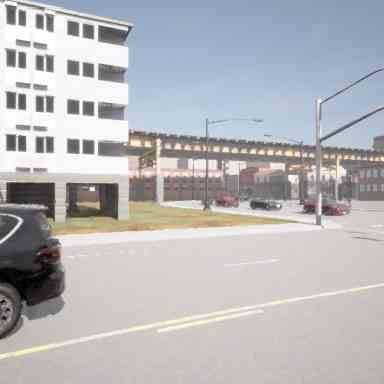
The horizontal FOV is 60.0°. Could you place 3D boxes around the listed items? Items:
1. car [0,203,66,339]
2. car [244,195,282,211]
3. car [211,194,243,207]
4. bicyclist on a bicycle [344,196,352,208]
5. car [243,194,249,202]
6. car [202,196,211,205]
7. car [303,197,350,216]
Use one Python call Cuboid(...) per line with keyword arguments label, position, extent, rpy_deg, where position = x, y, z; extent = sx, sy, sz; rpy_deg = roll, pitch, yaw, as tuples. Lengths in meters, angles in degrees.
Cuboid(label="car", position=(-4.858, 1.221, 4.992), extent=(5.566, 2.045, 2.150), rpy_deg=(0, 0, -31))
Cuboid(label="car", position=(9.116, 1.491, 41.354), extent=(2.128, 1.511, 4.902), rpy_deg=(0, 0, -25))
Cuboid(label="car", position=(5.219, 1.478, 50.086), extent=(1.882, 1.535, 5.008), rpy_deg=(0, 0, -22))
Cuboid(label="bicyclist on a bicycle", position=(20.303, 1.303, 43.336), extent=(1.656, 1.620, 0.582), rpy_deg=(0, 0, -25))
Cuboid(label="car", position=(11.447, 1.525, 75.426), extent=(2.128, 1.511, 4.902), rpy_deg=(0, 0, 41))
Cuboid(label="car", position=(2.746, 1.505, 59.893), extent=(1.837, 1.490, 4.892), rpy_deg=(0, 0, -1))
Cuboid(label="car", position=(13.154, 1.351, 32.766), extent=(2.097, 1.767, 4.553), rpy_deg=(0, 0, -25))
